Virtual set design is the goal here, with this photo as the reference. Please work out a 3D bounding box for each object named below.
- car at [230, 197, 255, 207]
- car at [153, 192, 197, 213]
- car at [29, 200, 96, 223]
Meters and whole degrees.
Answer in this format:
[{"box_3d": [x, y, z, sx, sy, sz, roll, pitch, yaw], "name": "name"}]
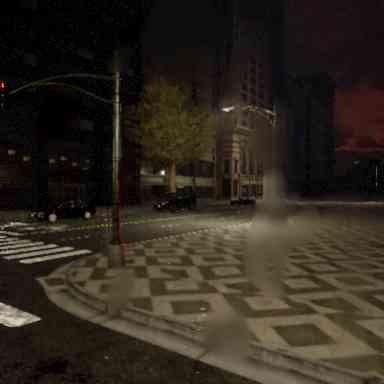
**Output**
[{"box_3d": [7.255, 1.388, 47.819, 1.895, 1.301, 4.718, 1, 0, 36], "name": "car"}, {"box_3d": [-1.677, 1.039, 35.298, 2.150, 2.045, 5.566, 1, 0, 35], "name": "car"}, {"box_3d": [-9.390, 1.352, 24.431, 1.837, 1.490, 4.892, 1, 1, 35], "name": "car"}]
